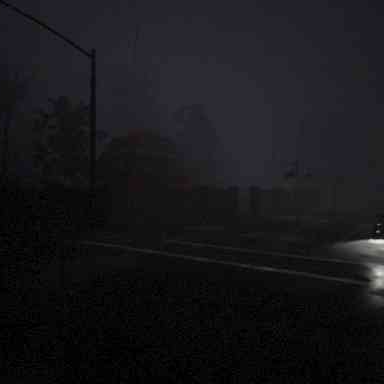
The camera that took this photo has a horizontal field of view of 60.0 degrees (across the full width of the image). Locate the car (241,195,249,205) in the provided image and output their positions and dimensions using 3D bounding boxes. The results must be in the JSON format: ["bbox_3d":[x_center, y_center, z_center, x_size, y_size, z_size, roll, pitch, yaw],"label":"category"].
[{"bbox_3d":[9.549,1.102,47.282,5.027,1.636,2.152,0,0,34],"label":"car"}]

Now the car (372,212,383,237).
[{"bbox_3d":[10.629,1.591,17.224,1.994,1.385,4.181,0,0,34],"label":"car"}]
